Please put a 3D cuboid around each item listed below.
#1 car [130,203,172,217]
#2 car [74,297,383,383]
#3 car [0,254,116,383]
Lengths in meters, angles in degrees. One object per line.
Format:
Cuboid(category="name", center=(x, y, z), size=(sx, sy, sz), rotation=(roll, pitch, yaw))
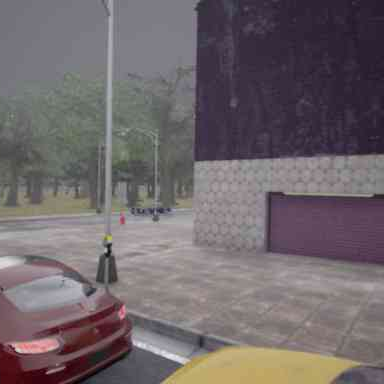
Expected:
Cuboid(category="car", center=(-4.285, 1.800, 34.802), size=(1.895, 1.301, 4.718), rotation=(2, 0, 36))
Cuboid(category="car", center=(1.699, 1.526, 1.576), size=(4.829, 1.417, 1.752), rotation=(0, 1, 36))
Cuboid(category="car", center=(-2.662, 1.574, 4.697), size=(4.206, 1.307, 1.802), rotation=(0, 1, 36))
